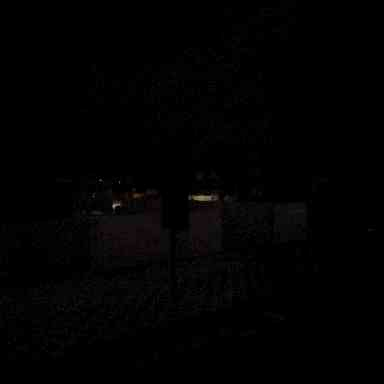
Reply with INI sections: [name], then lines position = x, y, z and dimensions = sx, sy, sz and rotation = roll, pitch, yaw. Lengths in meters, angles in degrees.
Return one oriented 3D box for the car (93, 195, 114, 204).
[car]
position = -13.528, 1.256, 50.586
dimensions = 1.837, 1.490, 4.892
rotation = -1, 1, -35
